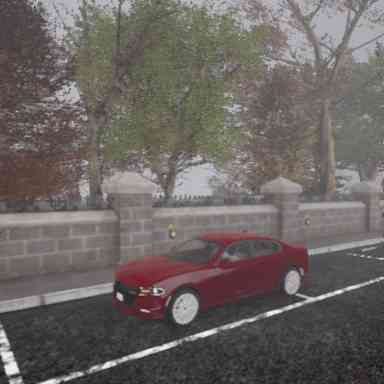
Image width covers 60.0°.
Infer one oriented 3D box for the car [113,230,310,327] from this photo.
[{"bbox_3d":[0.599,1.539,6.988,4.507,1.381,1.887,0,0,-36],"label":"car"}]
